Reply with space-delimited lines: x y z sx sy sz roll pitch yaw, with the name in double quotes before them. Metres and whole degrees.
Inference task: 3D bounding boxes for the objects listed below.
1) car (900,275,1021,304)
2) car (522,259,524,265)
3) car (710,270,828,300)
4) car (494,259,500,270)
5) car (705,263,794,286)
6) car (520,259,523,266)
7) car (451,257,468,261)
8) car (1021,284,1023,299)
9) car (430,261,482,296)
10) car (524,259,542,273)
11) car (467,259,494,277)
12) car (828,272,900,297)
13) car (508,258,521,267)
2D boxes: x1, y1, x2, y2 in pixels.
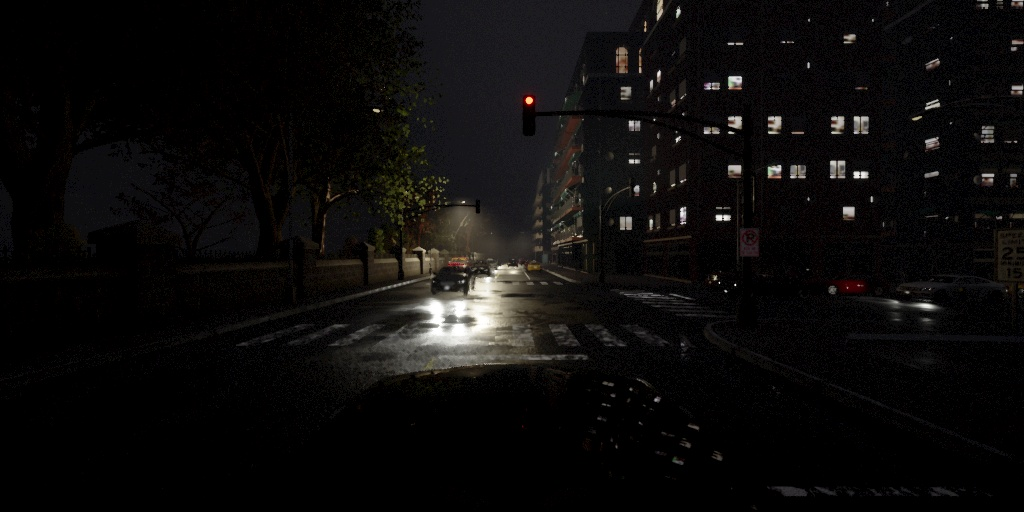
"car" 23.667 1.723 19.343 4.674 1.442 1.812 1 0 0
"car" 2.749 1.307 49.593 1.888 1.381 4.507 0 0 0
"car" 13.725 1.618 19.327 4.718 1.301 1.895 1 0 0
"car" -3.028 1.288 51.441 1.812 1.442 4.674 0 0 0
"car" 14.623 1.338 21.922 5.009 1.841 2.192 0 0 0
"car" 2.756 1.316 55.128 2.007 1.370 4.403 0 0 0
"car" -5.645 1.070 38.532 2.192 1.841 5.009 0 0 0
"car" 31.539 1.857 21.954 4.829 1.417 1.751 0 0 0
"car" -3.080 1.241 19.462 2.128 1.511 4.902 0 0 0
"car" 2.743 1.283 44.228 1.751 1.417 4.829 0 0 0
"car" -3.059 1.257 35.817 1.837 1.490 4.892 0 0 0
"car" 20.318 1.671 21.933 4.507 1.381 1.888 0 0 0
"car" 0.177 1.320 64.305 2.033 1.411 5.357 0 0 -1
